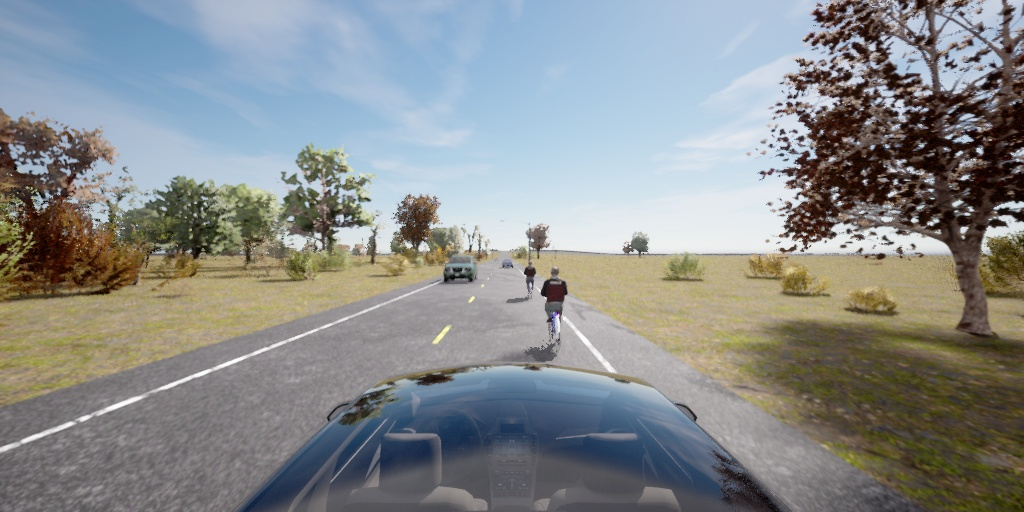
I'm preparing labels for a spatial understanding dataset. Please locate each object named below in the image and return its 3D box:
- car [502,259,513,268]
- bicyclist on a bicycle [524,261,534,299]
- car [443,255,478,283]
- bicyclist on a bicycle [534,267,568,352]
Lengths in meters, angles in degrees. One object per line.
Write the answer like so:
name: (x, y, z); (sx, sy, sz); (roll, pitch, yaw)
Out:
car: (-0.751, 1.281, 62.729); (2.033, 1.411, 5.357); (0, 0, -1)
bicyclist on a bicycle: (0.852, 1.119, 17.035); (0.659, 1.776, 1.843); (0, 0, -1)
car: (-3.867, 0.968, 27.780); (2.150, 2.045, 5.566); (0, 0, -1)
bicyclist on a bicycle: (0.933, 1.120, 8.023); (0.659, 1.776, 1.843); (0, 0, 0)
